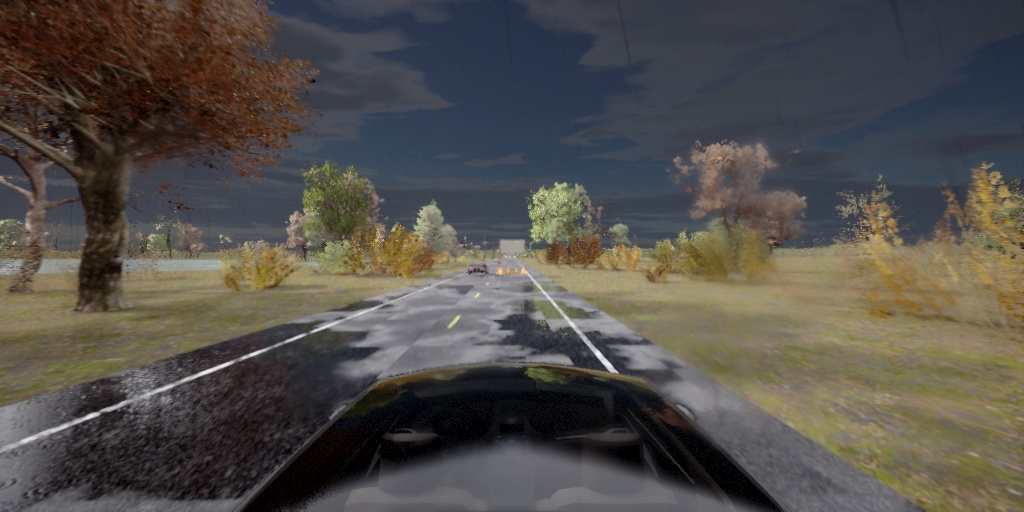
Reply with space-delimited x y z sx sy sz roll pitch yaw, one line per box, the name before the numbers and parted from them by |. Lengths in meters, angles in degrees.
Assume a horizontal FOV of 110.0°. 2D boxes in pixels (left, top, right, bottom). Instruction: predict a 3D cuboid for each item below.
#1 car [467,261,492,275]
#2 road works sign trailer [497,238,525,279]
car | -3.580 1.275 38.464 1.994 1.385 4.181 0 0 0
road works sign trailer | 0.008 0.187 32.367 2.380 3.560 2.880 0 0 0
